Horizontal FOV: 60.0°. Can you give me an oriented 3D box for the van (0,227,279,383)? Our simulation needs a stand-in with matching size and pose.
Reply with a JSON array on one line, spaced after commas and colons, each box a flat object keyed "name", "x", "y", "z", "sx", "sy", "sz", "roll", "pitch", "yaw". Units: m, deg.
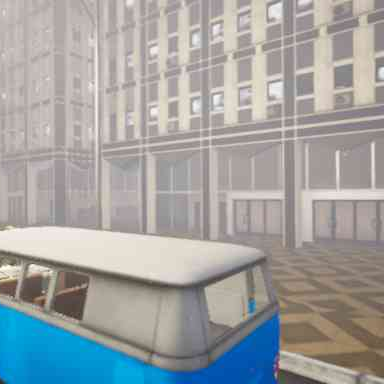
[{"name": "van", "x": -1.068, "y": 1.355, "z": 3.638, "sx": 3.998, "sy": 1.788, "sz": 1.690, "roll": 0, "pitch": 0, "yaw": 35}]
